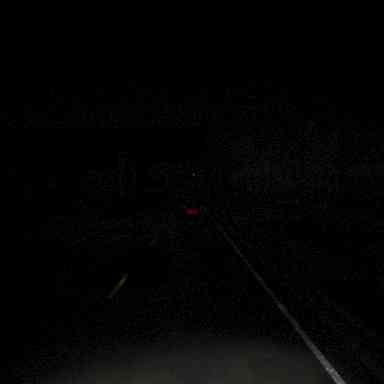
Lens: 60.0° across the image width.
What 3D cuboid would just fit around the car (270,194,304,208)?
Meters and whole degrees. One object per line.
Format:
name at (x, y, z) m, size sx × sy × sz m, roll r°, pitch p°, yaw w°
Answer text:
car at (12.690, 1.368, 43.829) m, size 3.806 × 1.475 × 1.970 m, roll 0°, pitch 0°, yaw -1°

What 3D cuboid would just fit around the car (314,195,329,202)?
car at (28.453, 1.358, 69.830) m, size 5.357 × 1.411 × 2.033 m, roll 0°, pitch 0°, yaw 0°

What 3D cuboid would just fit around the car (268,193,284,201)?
car at (13.282, 1.084, 47.158) m, size 3.866 × 1.878 × 1.905 m, roll 0°, pitch 0°, yaw -1°

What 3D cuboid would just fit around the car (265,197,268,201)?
car at (17.911, 1.344, 69.798) m, size 4.902 × 1.511 × 2.128 m, roll 0°, pitch 0°, yaw 0°

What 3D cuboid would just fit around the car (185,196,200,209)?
car at (0.106, 1.508, 46.075) m, size 1.837 × 1.490 × 4.892 m, roll 0°, pitch -1°, yaw 0°

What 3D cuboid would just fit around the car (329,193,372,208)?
car at (21.169, 1.104, 43.917) m, size 4.605 × 1.855 × 1.932 m, roll 0°, pitch 0°, yaw -1°

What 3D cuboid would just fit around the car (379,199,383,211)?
car at (20.530, 1.302, 31.456) m, size 4.514 × 1.523 × 2.007 m, roll 0°, pitch 0°, yaw -1°

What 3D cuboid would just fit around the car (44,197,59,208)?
car at (-20.721, 1.490, 47.507) m, size 2.242 × 1.667 × 4.611 m, roll 0°, pitch 0°, yaw -1°

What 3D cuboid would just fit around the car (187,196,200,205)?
car at (0.243, 1.511, 60.126) m, size 2.033 × 1.411 × 5.357 m, roll 0°, pitch 2°, yaw 3°

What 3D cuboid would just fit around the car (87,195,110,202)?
car at (-19.624, 1.346, 69.682) m, size 4.674 × 1.442 × 1.812 m, roll 0°, pitch 0°, yaw 0°

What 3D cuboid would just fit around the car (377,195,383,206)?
car at (31.140, 1.305, 50.916) m, size 4.514 × 1.523 × 2.007 m, roll 0°, pitch 0°, yaw -1°
